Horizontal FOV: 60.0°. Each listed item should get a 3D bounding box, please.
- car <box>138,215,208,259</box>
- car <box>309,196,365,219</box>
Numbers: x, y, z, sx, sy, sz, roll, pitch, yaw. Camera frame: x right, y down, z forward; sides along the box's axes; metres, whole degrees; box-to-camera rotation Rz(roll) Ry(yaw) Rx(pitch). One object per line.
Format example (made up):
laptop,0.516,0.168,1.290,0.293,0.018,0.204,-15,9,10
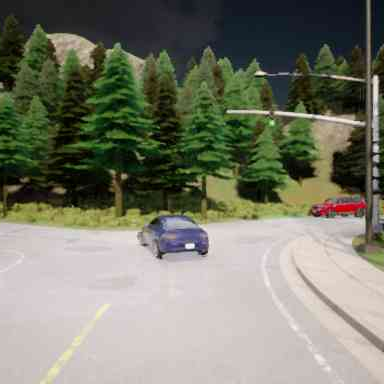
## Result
car,-0.822,1.614,13.077,1.812,1.442,4.674,1,0,-19
car,13.830,1.428,31.474,5.566,2.045,2.150,0,-1,-19
